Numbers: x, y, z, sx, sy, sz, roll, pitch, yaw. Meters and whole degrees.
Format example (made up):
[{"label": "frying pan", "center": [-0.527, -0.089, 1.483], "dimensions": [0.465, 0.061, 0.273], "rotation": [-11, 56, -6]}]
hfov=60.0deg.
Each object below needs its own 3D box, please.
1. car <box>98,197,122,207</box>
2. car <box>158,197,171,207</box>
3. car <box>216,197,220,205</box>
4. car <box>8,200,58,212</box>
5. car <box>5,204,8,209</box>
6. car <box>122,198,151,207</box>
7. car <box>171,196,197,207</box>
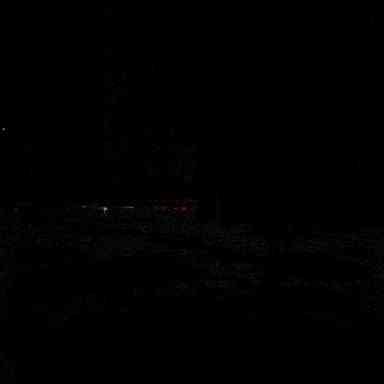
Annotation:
[{"label": "car", "center": [-12.470, 1.556, 51.836], "dimensions": [1.812, 1.442, 4.674], "rotation": [0, 0, 36]}, {"label": "car", "center": [-3.484, 1.577, 52.968], "dimensions": [1.812, 1.442, 4.674], "rotation": [0, 0, 36]}, {"label": "car", "center": [5.147, 1.636, 59.477], "dimensions": [1.994, 1.385, 4.181], "rotation": [0, 0, 36]}, {"label": "car", "center": [-18.131, 1.618, 38.439], "dimensions": [1.895, 1.301, 4.718], "rotation": [0, 0, 36]}, {"label": "car", "center": [-20.311, 1.612, 40.970], "dimensions": [1.895, 1.301, 4.718], "rotation": [0, 0, 36]}, {"label": "car", "center": [-8.331, 1.604, 52.009], "dimensions": [1.994, 1.385, 4.181], "rotation": [0, 0, 36]}, {"label": "car", "center": [-0.537, 1.411, 51.492], "dimensions": [2.097, 1.767, 4.553], "rotation": [0, 0, 36]}]
